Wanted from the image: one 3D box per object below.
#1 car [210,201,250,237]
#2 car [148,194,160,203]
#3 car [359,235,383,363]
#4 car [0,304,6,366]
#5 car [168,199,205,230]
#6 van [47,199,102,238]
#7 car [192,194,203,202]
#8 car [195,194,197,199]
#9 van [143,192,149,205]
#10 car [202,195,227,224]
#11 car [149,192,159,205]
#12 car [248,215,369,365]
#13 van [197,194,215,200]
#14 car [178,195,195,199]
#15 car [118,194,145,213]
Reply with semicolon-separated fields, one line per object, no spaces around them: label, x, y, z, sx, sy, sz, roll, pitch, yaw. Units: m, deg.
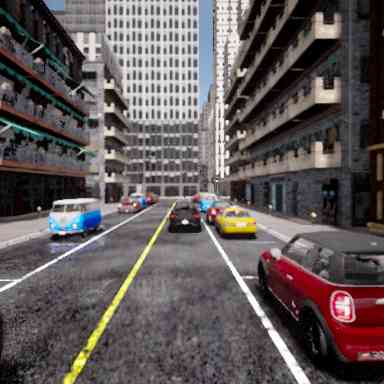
car;2.126;1.389;17.071;1.752;1.417;4.829;-1;0;-2
car;-6.929;1.134;61.048;1.887;1.381;4.507;-1;0;-2
car;2.571;1.298;0.259;2.192;1.841;5.009;-1;0;-2
car;-2.868;1.495;1.587;2.128;1.511;4.902;0;0;-2
car;-0.415;1.384;19.706;1.812;1.442;4.674;0;1;-1
van;-5.749;1.252;16.671;1.690;1.788;3.998;-1;0;-2
car;0.943;1.068;61.447;1.752;1.417;4.829;-1;0;-2
car;1.096;1.129;55.730;1.887;1.381;4.507;-1;0;-2
van;-6.341;1.093;38.858;1.690;1.788;3.998;-1;0;-2
car;1.981;1.266;22.447;1.967;1.590;4.097;-1;0;-2
car;-6.637;0.986;49.952;2.192;1.841;5.009;-1;0;-2
car;2.425;1.384;5.807;1.967;1.590;4.097;-1;0;-2
van;1.684;1.087;33.541;1.690;1.788;3.998;-1;0;-2
car;-0.926;1.319;39.295;1.895;1.301;4.718;0;0;-1
car;-6.191;1.232;33.312;1.967;1.590;4.097;-1;0;-2
